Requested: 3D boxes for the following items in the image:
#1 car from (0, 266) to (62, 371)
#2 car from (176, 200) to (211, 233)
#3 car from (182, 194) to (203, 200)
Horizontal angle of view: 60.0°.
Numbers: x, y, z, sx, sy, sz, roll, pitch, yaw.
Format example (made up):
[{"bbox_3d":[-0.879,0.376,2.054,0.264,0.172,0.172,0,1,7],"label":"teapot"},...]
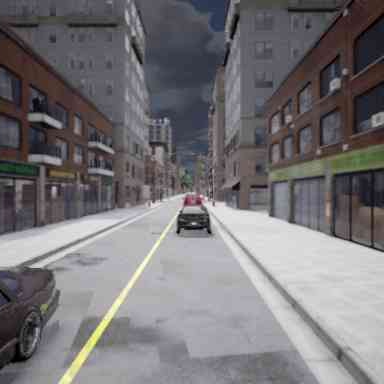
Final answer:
[{"bbox_3d":[-3.062,1.547,3.149,2.033,1.411,5.357,0,0,0],"label":"car"},{"bbox_3d":[0.097,1.481,19.666,1.882,1.535,5.008,0,0,0],"label":"car"},{"bbox_3d":[0.094,1.234,37.922,2.150,2.045,5.566,0,0,0],"label":"car"}]
